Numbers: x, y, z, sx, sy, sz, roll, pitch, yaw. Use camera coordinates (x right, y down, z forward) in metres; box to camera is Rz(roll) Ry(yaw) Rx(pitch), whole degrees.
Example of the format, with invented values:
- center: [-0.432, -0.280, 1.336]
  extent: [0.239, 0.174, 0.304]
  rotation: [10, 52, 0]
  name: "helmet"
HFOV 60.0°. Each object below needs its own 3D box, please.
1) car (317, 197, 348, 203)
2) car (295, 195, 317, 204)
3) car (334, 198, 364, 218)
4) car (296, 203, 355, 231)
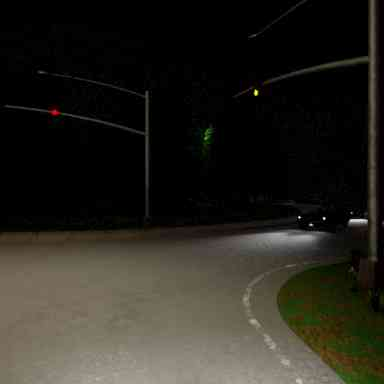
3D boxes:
- center: [16.522, 1.478, 39.048]
  extent: [1.837, 1.490, 4.892]
  rotation: [0, 0, 8]
  name: "car"
- center: [19.488, 1.325, 56.404]
  extent: [2.097, 1.767, 4.553]
  rotation: [0, 0, -16]
  name: "car"
- center: [13.811, 1.537, 29.127]
  extent: [1.994, 1.385, 4.181]
  rotation: [0, 0, 22]
  name: "car"
- center: [8.311, 1.574, 20.792]
  extent: [1.895, 1.301, 4.718]
  rotation: [0, 0, 42]
  name: "car"
